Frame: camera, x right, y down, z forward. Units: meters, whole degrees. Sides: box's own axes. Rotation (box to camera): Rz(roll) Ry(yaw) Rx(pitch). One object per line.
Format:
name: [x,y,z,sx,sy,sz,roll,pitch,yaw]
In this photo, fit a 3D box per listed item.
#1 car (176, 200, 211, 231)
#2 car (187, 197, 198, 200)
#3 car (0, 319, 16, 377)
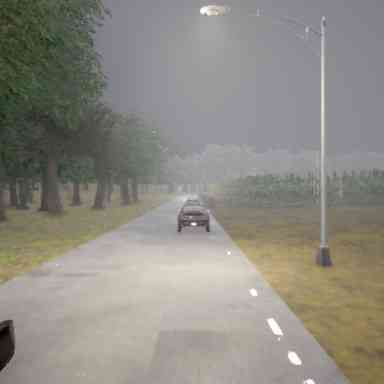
car: [0.095,1.484,20.419,1.837,1.490,4.892,0,0,0]
car: [0.090,1.407,42.891,2.128,1.511,4.902,0,0,0]
car: [-2.846,1.601,1.381,1.895,1.301,4.718,0,0,0]
